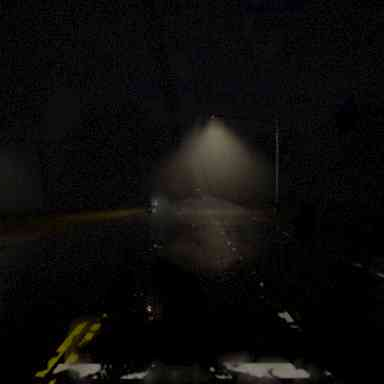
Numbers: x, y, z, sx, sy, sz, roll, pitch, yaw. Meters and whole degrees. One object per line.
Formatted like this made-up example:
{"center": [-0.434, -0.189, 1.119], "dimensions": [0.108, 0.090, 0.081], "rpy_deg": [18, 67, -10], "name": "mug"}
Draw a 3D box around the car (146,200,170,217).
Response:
{"center": [-3.180, 1.517, 32.122], "dimensions": [2.128, 1.511, 4.902], "rpy_deg": [0, 0, 2], "name": "car"}
